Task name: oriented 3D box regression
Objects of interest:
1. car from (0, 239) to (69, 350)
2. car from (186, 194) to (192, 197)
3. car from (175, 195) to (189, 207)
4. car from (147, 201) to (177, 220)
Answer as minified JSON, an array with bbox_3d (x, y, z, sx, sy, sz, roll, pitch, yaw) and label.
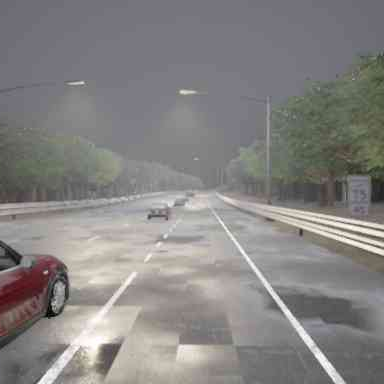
[{"bbox_3d":[-3.493,1.374,4.707,2.097,1.767,4.553,0,0,2],"label":"car"},{"bbox_3d":[-1.682,1.682,74.070,1.895,1.301,4.718,0,1,1],"label":"car"},{"bbox_3d":[-2.130,1.789,56.956,2.033,1.411,5.357,0,0,1],"label":"car"},{"bbox_3d":[-2.835,1.729,29.915,2.033,1.411,5.357,0,0,1],"label":"car"}]
